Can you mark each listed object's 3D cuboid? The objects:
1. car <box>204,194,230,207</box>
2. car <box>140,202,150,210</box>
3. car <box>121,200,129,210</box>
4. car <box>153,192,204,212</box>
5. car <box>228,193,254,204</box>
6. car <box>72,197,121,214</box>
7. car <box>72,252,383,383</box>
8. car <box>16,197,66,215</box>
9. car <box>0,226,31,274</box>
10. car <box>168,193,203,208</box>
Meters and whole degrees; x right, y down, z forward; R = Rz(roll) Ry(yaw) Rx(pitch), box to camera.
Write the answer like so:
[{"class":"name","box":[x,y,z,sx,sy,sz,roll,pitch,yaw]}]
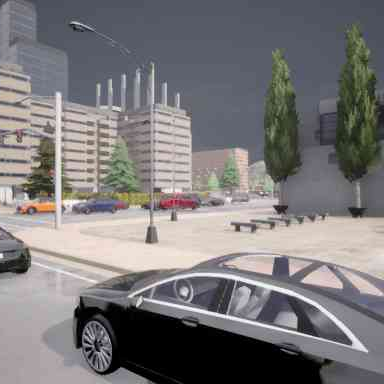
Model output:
[{"class":"car","box":[2.997,1.491,49.949,2.128,1.511,4.902,0,0,41]},{"class":"car","box":[-3.975,1.547,41.931,2.033,1.411,5.357,0,0,41]},{"class":"car","box":[-9.743,1.564,40.618,1.994,1.385,4.181,0,0,41]},{"class":"car","box":[-1.466,1.221,39.171,2.150,2.045,5.566,0,0,41]},{"class":"car","box":[9.078,1.443,62.165,1.812,1.442,4.674,0,0,41]},{"class":"car","box":[-10.185,1.352,34.775,2.097,1.767,4.553,0,0,41]},{"class":"car","box":[0.548,1.492,3.888,4.902,1.511,2.128,0,0,38]},{"class":"car","box":[-15.447,1.352,34.148,2.097,1.767,4.553,0,0,42]},{"class":"car","box":[-6.354,1.564,9.511,4.181,1.385,1.994,0,0,40]},{"class":"car","box":[-0.960,1.219,50.737,2.150,2.045,5.566,0,0,41]}]
